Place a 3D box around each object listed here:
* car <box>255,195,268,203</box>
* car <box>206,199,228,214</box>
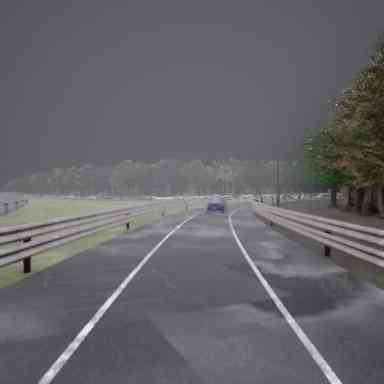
[{"bbox_3d":[14.618,1.444,68.882,2.128,1.511,4.902,1,0,31],"label":"car"},{"bbox_3d":[2.830,1.510,36.771,1.882,1.535,5.008,1,0,12],"label":"car"}]
